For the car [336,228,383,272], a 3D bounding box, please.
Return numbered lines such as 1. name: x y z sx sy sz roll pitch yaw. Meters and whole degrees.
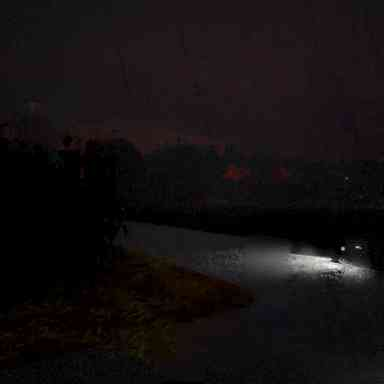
1. car: 7.052 1.781 10.888 4.181 1.385 1.994 2 2 6
